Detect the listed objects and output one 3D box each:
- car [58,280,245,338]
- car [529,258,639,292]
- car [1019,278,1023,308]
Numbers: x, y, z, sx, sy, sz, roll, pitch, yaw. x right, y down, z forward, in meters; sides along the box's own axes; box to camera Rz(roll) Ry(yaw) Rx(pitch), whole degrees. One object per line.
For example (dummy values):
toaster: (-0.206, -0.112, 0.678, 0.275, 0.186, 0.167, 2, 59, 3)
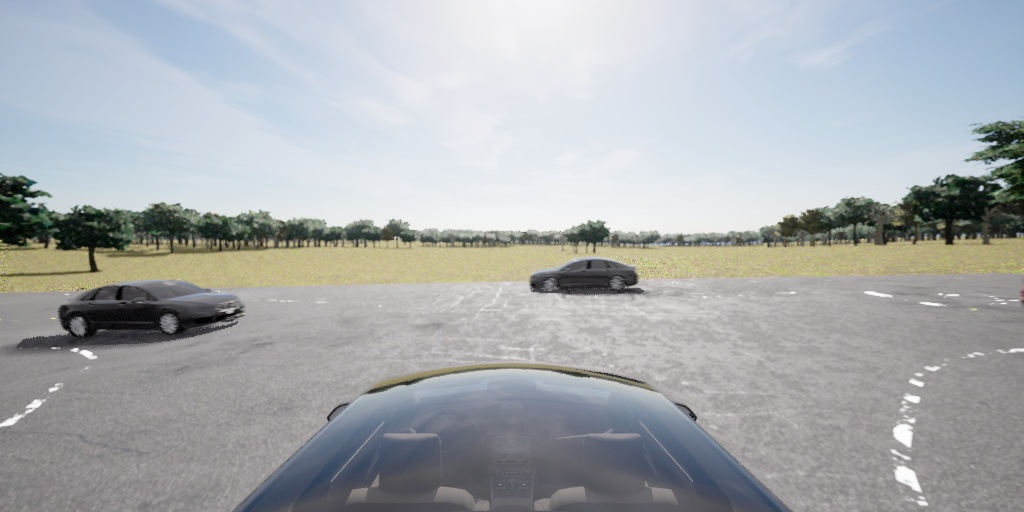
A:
car: (-10.756, 1.493, 10.828, 4.892, 1.490, 1.837, -2, 2, 6)
car: (3.229, 0.842, 16.409, 4.892, 1.490, 1.837, -2, 3, 6)
car: (15.173, 0.806, 8.130, 5.008, 1.535, 1.882, -1, 3, 6)
